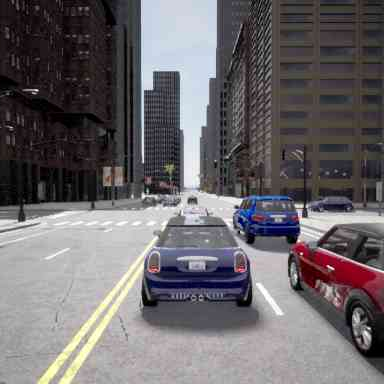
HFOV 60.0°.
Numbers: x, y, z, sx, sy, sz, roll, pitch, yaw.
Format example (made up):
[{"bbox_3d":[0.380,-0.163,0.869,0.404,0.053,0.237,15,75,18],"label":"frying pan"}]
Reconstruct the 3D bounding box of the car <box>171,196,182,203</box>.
[{"bbox_3d":[-3.265,1.496,71.473,2.033,1.411,5.357,0,0,0],"label":"car"}]

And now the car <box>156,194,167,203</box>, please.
[{"bbox_3d":[-6.515,1.311,71.280,2.097,1.767,4.553,0,0,0],"label":"car"}]

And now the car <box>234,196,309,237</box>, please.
[{"bbox_3d":[3.349,1.211,15.890,2.150,2.045,5.566,0,0,-2],"label":"car"}]

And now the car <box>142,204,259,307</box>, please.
[{"bbox_3d":[0.094,1.348,8.138,2.097,1.767,4.553,0,0,0],"label":"car"}]

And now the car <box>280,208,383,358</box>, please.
[{"bbox_3d":[3.344,1.349,6.180,2.097,1.767,4.553,0,0,0],"label":"car"}]

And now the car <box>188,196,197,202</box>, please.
[{"bbox_3d":[0.086,1.465,64.104,1.837,1.490,4.892,0,0,0],"label":"car"}]

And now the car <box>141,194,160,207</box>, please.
[{"bbox_3d":[-6.597,1.469,51.389,1.837,1.490,4.892,0,0,2],"label":"car"}]

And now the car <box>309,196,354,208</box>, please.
[{"bbox_3d":[15.345,1.277,36.934,4.553,1.767,2.097,0,1,-1],"label":"car"}]

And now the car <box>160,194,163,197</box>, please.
[{"bbox_3d":[-6.586,1.524,61.309,1.994,1.385,4.181,0,0,0],"label":"car"}]

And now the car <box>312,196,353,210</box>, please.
[{"bbox_3d":[16.671,1.323,39.635,4.097,1.590,1.967,0,1,0],"label":"car"}]

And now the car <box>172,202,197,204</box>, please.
[{"bbox_3d":[0.090,1.480,17.075,2.128,1.511,4.902,0,0,0],"label":"car"}]

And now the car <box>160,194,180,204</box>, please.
[{"bbox_3d":[-3.343,1.490,51.331,1.812,1.442,4.674,0,0,2],"label":"car"}]
